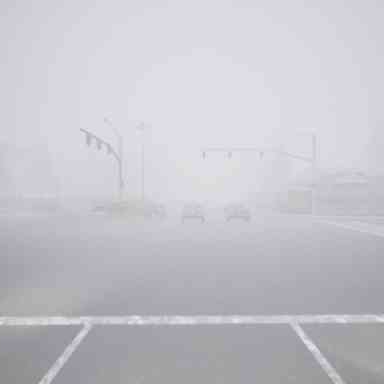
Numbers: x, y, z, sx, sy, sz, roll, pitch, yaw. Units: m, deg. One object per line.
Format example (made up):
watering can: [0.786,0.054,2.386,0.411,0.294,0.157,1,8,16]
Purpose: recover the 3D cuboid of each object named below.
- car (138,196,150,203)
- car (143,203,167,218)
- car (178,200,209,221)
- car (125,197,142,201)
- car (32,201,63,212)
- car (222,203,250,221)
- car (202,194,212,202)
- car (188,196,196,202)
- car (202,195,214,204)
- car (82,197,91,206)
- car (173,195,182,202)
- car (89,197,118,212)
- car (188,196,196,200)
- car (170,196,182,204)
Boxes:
car: [-10.502,1.644,72.723,1.895,1.301,4.718,0,0,0]
car: [-3.401,1.694,31.533,1.895,1.301,4.718,0,0,0]
car: [0.100,1.630,27.661,2.033,1.411,5.357,0,0,0]
car: [-10.553,1.712,57.103,2.033,1.411,5.357,0,0,0]
car: [-17.588,1.720,40.648,1.895,1.301,4.718,0,0,0]
car: [3.599,1.630,27.667,2.033,1.411,5.357,0,0,0]
car: [3.498,1.471,79.771,2.097,1.767,4.553,0,0,0]
car: [-0.002,1.656,79.800,2.033,1.411,5.357,0,0,0]
car: [3.498,1.751,69.762,1.994,1.385,4.181,0,0,0]
car: [-17.537,1.672,57.702,1.837,1.490,4.892,0,0,0]
car: [-3.502,1.594,79.800,1.882,1.535,5.008,0,0,0]
car: [-10.590,1.667,40.930,2.033,1.411,5.357,0,0,0]
car: [-0.002,1.785,69.826,1.895,1.301,4.718,0,0,0]
car: [-3.502,1.661,69.380,1.882,1.535,5.008,0,0,0]
